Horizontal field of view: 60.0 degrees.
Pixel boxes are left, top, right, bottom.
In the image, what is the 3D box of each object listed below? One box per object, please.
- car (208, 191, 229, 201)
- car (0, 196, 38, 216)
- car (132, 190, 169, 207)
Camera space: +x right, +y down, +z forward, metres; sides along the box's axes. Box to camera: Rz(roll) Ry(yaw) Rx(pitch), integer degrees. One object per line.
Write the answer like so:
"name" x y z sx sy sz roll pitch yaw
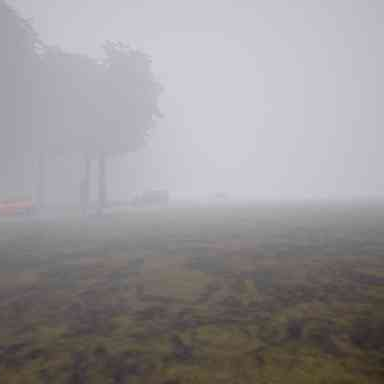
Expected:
"car" 4.601 0.606 56.573 1.837 1.490 4.892 1 1 36
"car" -15.745 1.193 28.321 2.097 1.767 4.553 1 1 36
"car" -5.269 0.755 42.948 2.150 2.045 5.566 1 1 36
